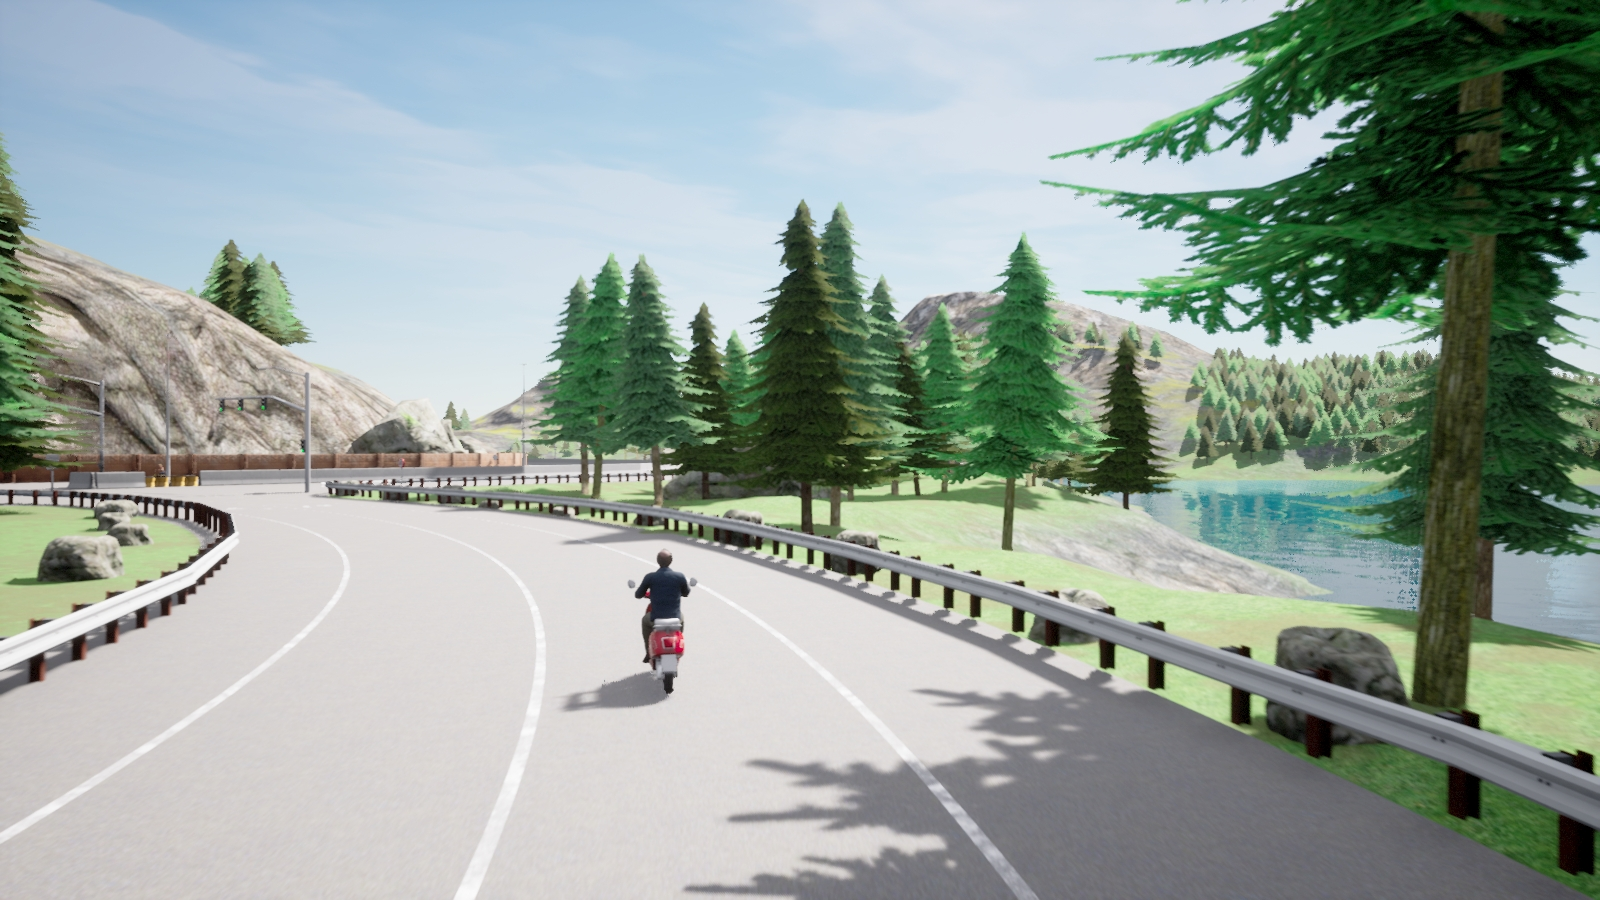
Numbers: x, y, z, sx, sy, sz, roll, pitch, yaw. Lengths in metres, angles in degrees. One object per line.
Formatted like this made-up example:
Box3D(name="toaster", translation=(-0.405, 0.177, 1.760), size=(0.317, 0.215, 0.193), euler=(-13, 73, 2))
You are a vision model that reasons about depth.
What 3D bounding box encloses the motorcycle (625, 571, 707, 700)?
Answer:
Box3D(name="motorcycle", translation=(-1.639, 2.182, 13.743), size=(0.856, 1.236, 1.805), euler=(0, 0, -11))
